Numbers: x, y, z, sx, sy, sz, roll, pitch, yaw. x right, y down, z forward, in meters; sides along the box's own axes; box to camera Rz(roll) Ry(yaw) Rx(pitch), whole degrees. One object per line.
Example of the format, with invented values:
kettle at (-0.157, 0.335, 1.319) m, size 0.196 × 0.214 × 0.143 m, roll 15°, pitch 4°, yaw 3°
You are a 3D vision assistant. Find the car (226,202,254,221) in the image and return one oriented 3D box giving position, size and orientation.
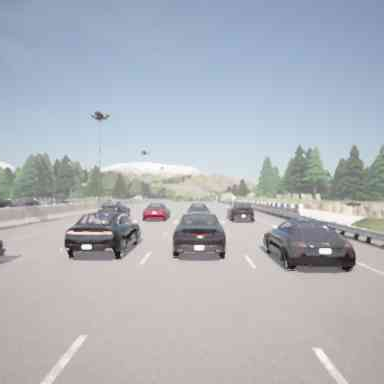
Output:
car at (4.025, 1.598, 27.968) m, size 1.837 × 1.490 × 4.892 m, roll 0°, pitch 0°, yaw 1°

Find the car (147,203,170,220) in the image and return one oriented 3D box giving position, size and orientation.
car at (-2.971, 1.617, 28.356) m, size 1.994 × 1.385 × 4.181 m, roll 0°, pitch 0°, yaw 1°

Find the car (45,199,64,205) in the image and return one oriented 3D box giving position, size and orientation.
car at (-16.914, 1.576, 42.062) m, size 1.994 × 1.385 × 4.181 m, roll 0°, pitch 0°, yaw 1°

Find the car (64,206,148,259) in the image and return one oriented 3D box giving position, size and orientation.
car at (-3.229, 1.505, 12.758) m, size 2.128 × 1.511 × 4.902 m, roll 0°, pitch 0°, yaw 1°

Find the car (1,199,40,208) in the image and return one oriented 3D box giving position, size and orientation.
car at (-20.445, 1.532, 40.606) m, size 2.033 × 1.411 × 5.357 m, roll 0°, pitch 0°, yaw 1°

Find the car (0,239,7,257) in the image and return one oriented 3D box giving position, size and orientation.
car at (-6.828, 1.529, 8.034) m, size 2.033 × 1.411 × 5.357 m, roll 0°, pitch 0°, yaw 1°

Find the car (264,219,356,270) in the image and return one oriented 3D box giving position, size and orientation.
car at (3.741, 1.614, 11.229) m, size 1.994 × 1.385 × 4.181 m, roll 0°, pitch 0°, yaw 1°

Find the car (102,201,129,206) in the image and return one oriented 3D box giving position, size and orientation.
car at (-6.477, 1.524, 28.014) m, size 2.128 × 1.511 × 4.902 m, roll 0°, pitch 0°, yaw 1°

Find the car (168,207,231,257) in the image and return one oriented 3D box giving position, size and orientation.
car at (0.278, 1.539, 13.046) m, size 1.837 × 1.490 × 4.892 m, roll 0°, pitch 0°, yaw 1°

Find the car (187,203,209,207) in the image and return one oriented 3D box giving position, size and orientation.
car at (0.535, 1.638, 28.575) m, size 1.994 × 1.385 × 4.181 m, roll 0°, pitch 0°, yaw 1°
